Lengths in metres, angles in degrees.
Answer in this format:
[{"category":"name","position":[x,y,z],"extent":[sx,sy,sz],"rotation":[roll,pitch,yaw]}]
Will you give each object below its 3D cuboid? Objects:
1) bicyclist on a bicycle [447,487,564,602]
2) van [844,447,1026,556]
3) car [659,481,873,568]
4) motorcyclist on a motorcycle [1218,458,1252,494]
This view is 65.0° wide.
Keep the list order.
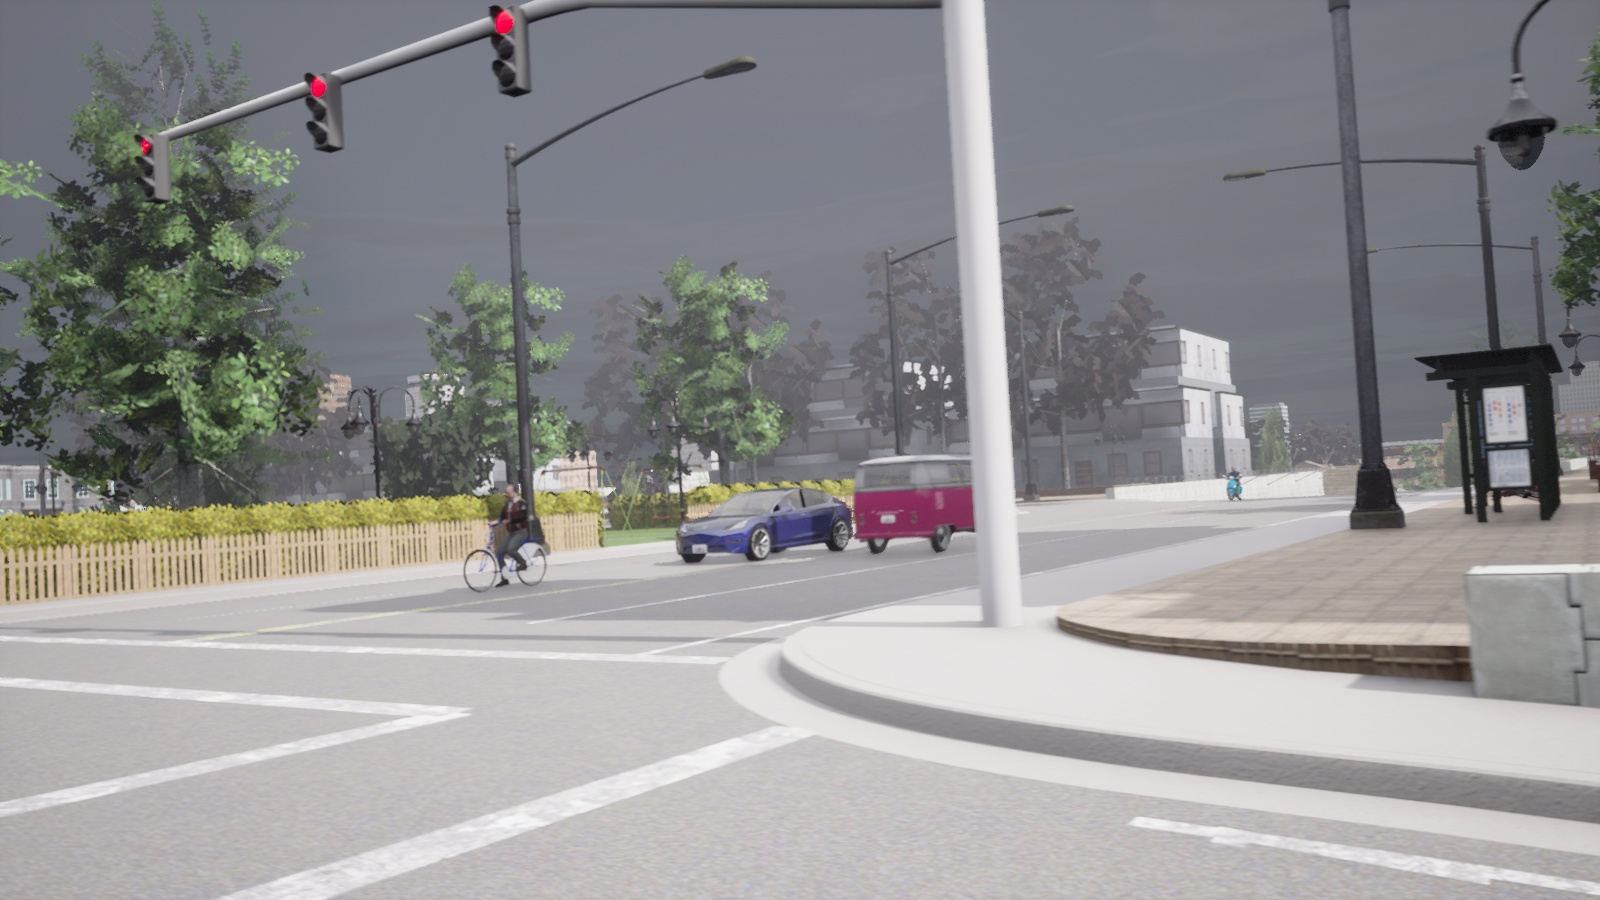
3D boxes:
[{"category":"bicyclist on a bicycle","position":[-4.922,1.553,21.106],"extent":[0.659,1.776,1.843],"rotation":[-6,-3,34]},{"category":"van","position":[2.943,1.030,26.442],"extent":[1.775,1.987,4.442],"rotation":[-6,-2,34]},{"category":"car","position":[-0.630,1.580,27.362],"extent":[2.163,1.488,4.792],"rotation":[-6,-2,34]},{"category":"motorcyclist on a motorcycle","position":[19.869,1.181,57.320],"extent":[0.866,1.590,1.817],"rotation":[-6,-3,34]}]
